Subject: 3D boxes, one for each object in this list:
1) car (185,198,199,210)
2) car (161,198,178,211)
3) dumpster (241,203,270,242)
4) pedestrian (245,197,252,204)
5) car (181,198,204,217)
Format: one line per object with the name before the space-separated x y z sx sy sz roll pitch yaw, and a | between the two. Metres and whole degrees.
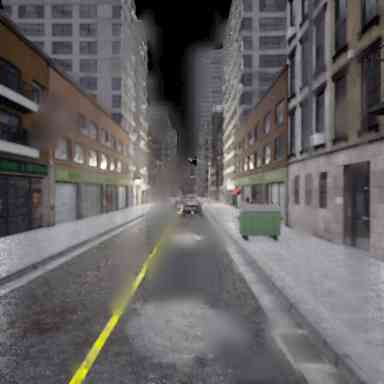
car | 0.067 1.561 45.748 1.837 1.490 4.892 0 0 1
car | -2.826 1.543 41.967 2.128 1.511 4.902 0 0 0
dumpster | 3.019 1.407 16.029 1.020 1.700 1.940 0 0 0
pedestrian | 2.906 1.155 17.005 0.375 1.860 0.375 -1 0 -14
car | 0.059 1.536 31.345 1.837 1.490 4.892 0 0 0
